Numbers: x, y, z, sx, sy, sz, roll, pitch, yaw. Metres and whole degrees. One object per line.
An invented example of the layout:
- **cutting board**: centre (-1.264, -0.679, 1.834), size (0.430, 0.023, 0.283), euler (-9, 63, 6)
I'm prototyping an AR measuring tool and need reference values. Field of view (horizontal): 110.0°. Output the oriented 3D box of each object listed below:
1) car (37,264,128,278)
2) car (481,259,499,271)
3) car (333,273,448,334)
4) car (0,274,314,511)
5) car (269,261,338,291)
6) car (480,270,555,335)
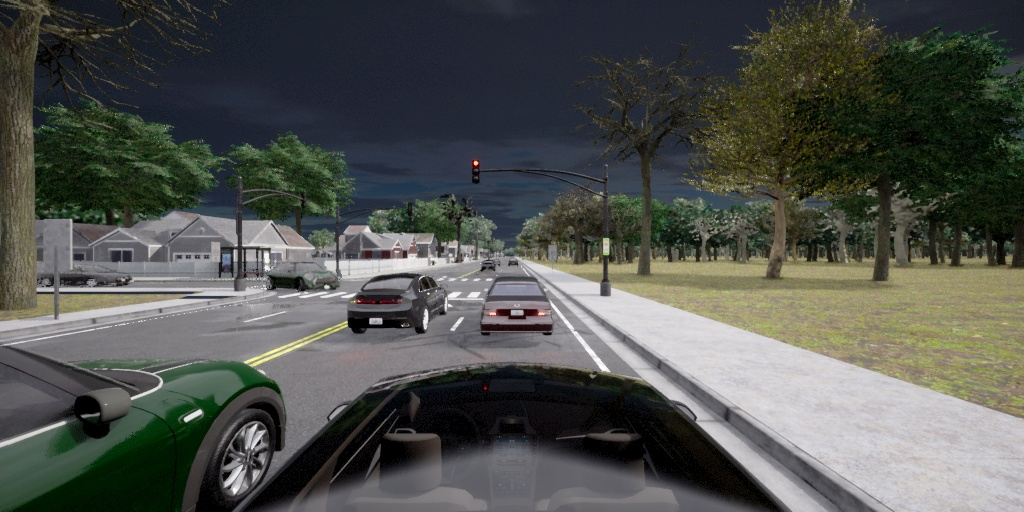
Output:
- **car**: centre (-27.289, 1.292, 22.958), size (4.892, 1.490, 1.837), euler (0, 0, 0)
- **car**: centre (-3.044, 1.244, 47.291), size (1.837, 1.490, 4.892), euler (0, 0, 0)
- **car**: centre (-3.138, 1.254, 10.674), size (1.837, 1.490, 4.892), euler (0, 0, 0)
- **car**: centre (-3.148, 1.102, 1.476), size (2.097, 1.767, 4.553), euler (0, 0, 0)
- **car**: centre (-11.905, 1.109, 20.520), size (4.553, 1.767, 2.097), euler (0, 0, 30)
- **car**: centre (0.119, 1.297, 10.421), size (2.033, 1.411, 5.357), euler (0, 0, 0)
